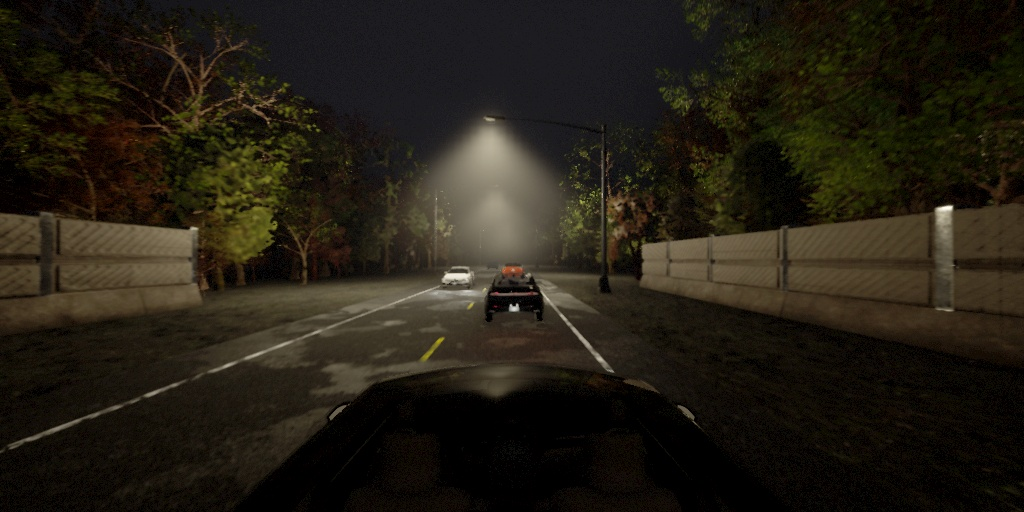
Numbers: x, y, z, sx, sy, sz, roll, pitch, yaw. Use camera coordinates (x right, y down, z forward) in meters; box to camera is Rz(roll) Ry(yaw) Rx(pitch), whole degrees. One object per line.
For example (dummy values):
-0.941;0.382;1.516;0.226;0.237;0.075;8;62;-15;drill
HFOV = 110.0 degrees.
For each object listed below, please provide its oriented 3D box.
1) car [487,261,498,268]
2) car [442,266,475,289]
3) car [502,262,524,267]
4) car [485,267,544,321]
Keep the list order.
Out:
-3.513;1.684;65.363;1.882;1.535;5.008;0;0;1;car
-3.592;1.453;24.761;1.812;1.442;4.674;0;0;0;car
0.106;1.375;35.822;2.097;1.767;4.553;0;0;0;car
0.074;1.336;12.945;2.128;1.511;4.902;-1;0;0;car
